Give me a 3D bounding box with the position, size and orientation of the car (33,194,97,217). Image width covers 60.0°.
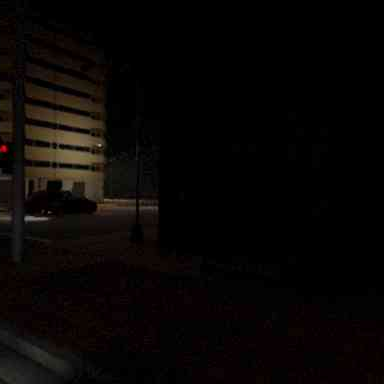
[{"bbox_3d":[-10.301,1.224,27.972,1.837,1.490,4.892,1,1,35],"label":"car"}]

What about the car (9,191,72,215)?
[{"bbox_3d":[-13.250,0.904,29.852,2.150,2.045,5.566,1,1,35],"label":"car"}]
